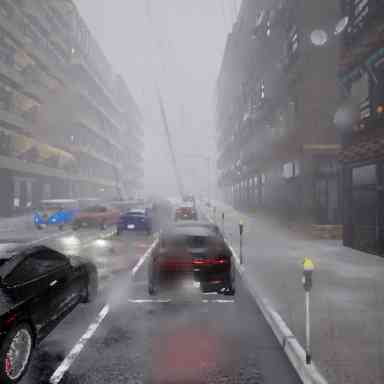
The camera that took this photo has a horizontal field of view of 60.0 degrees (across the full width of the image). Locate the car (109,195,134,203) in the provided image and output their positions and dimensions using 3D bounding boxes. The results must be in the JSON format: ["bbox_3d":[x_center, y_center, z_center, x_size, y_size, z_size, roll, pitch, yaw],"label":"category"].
[{"bbox_3d":[-8.313,1.365,37.346,2.192,1.841,5.009,1,0,0],"label":"car"}]

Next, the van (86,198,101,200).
[{"bbox_3d":[-8.313,1.368,26.285,1.690,1.788,3.998,1,0,0],"label":"van"}]

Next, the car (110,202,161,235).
[{"bbox_3d":[-3.021,1.540,18.788,1.812,1.442,4.674,0,0,0],"label":"car"}]

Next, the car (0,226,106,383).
[{"bbox_3d":[-2.921,1.529,5.197,1.812,1.442,4.674,0,0,0],"label":"car"}]

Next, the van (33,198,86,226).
[{"bbox_3d":[-8.312,1.358,20.753,1.690,1.788,3.998,2,0,0],"label":"van"}]

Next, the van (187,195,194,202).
[{"bbox_3d":[-0.473,1.575,87.068,1.690,1.788,3.998,1,0,0],"label":"van"}]

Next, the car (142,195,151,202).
[{"bbox_3d":[-8.321,1.660,53.938,1.947,1.339,4.313,1,0,0],"label":"car"}]

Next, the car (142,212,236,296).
[{"bbox_3d":[0.000,1.509,8.653,1.837,1.490,4.892,0,0,0],"label":"car"}]

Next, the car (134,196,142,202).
[{"bbox_3d":[-8.314,1.378,42.876,2.192,1.841,5.009,1,0,0],"label":"car"}]

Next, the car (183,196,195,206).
[{"bbox_3d":[-0.473,1.553,59.411,1.967,1.590,4.097,1,0,0],"label":"car"}]

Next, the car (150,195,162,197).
[{"bbox_3d":[-8.317,1.470,70.528,2.192,1.841,5.009,1,0,0],"label":"car"}]

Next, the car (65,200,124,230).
[{"bbox_3d":[-5.870,1.495,20.697,1.882,1.535,5.008,0,0,0],"label":"car"}]

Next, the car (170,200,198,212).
[{"bbox_3d":[-0.438,1.571,26.224,1.887,1.381,4.507,1,0,0],"label":"car"}]

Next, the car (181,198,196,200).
[{"bbox_3d":[-0.438,1.582,31.754,1.887,1.381,4.507,1,0,0],"label":"car"}]

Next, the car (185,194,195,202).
[{"bbox_3d":[-0.472,1.521,81.536,2.192,1.841,5.009,1,0,0],"label":"car"}]

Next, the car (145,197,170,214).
[{"bbox_3d":[-2.928,1.532,32.506,2.128,1.511,4.902,0,0,0],"label":"car"}]

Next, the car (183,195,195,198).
[{"bbox_3d":[-0.429,1.490,37.286,1.967,1.590,4.097,1,0,0],"label":"car"}]
